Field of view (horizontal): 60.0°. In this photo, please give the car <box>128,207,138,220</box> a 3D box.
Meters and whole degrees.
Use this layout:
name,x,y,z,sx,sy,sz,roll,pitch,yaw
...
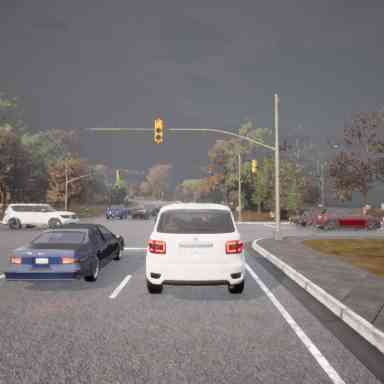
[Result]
name,x,y,z,sx,sy,sz,roll,pitch,yaw
car,-7.071,3.150,45.821,1.895,1.301,4.718,0,-2,-1

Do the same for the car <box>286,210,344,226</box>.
name,x,y,z,sx,sy,sz,roll,pitch,yaw
car,12.007,2.493,32.670,4.902,1.511,2.128,0,-3,-1

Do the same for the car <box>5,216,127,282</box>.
name,x,y,z,sx,sy,sz,roll,pitch,yaw
car,-3.414,1.665,10.057,2.033,1.411,5.357,0,-1,0

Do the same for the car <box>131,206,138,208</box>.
name,x,y,z,sx,sy,sz,roll,pitch,yaw
car,-10.558,3.377,57.475,2.033,1.411,5.357,0,-1,1

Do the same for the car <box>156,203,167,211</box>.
name,x,y,z,sx,sy,sz,roll,pitch,yaw
car,-6.974,3.391,75.968,2.033,1.411,5.357,0,0,0

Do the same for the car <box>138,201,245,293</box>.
name,x,y,z,sx,sy,sz,roll,pitch,yaw
car,0.086,1.321,9.202,2.150,2.045,5.566,0,-1,0

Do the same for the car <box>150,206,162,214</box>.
name,x,y,z,sx,sy,sz,roll,pitch,yaw
car,-7.018,3.490,65.271,1.895,1.301,4.718,0,0,1

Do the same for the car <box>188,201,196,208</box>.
name,x,y,z,sx,sy,sz,roll,pitch,yaw
car,-0.088,3.299,87.819,1.837,1.490,4.892,0,0,-3

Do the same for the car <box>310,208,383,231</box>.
name,x,y,z,sx,sy,sz,roll,pitch,yaw
car,11.881,2.032,25.500,4.553,1.767,2.097,0,-3,-1

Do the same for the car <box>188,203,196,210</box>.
name,x,y,z,sx,sy,sz,roll,pitch,yaw
car,0.026,3.343,77.667,1.837,1.490,4.892,0,0,0

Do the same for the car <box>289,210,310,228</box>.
name,x,y,z,sx,sy,sz,roll,pitch,yaw
car,11.726,2.391,29.155,5.357,1.411,2.033,0,-3,-1

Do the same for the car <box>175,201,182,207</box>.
name,x,y,z,sx,sy,sz,roll,pitch,yaw
car,-3.564,3.105,87.467,1.882,1.535,5.008,0,0,-3

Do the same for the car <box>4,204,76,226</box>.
name,x,y,z,sx,sy,sz,roll,pitch,yaw
car,-11.877,1.936,26.259,5.566,2.045,2.150,-1,-3,7

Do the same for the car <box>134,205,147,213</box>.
name,x,y,z,sx,sy,sz,roll,pitch,yaw
car,-10.487,3.490,67.758,1.895,1.301,4.718,0,0,0

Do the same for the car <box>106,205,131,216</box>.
name,x,y,z,sx,sy,sz,roll,pitch,yaw
car,-10.592,2.815,47.182,2.150,2.045,5.566,0,-2,-2

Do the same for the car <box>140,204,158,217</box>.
name,x,y,z,sx,sy,sz,roll,pitch,yaw
car,-7.071,3.015,55.349,2.150,2.045,5.566,0,-1,0
